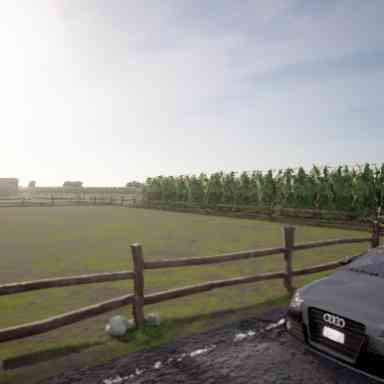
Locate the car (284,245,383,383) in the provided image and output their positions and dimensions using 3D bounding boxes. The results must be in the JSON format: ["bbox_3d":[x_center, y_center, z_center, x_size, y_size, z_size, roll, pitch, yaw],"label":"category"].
[{"bbox_3d":[3.417,1.564,5.134,4.181,1.385,1.994,0,0,-32],"label":"car"}]
